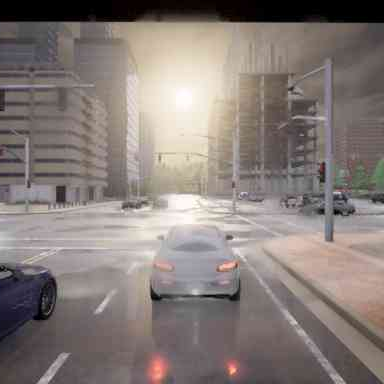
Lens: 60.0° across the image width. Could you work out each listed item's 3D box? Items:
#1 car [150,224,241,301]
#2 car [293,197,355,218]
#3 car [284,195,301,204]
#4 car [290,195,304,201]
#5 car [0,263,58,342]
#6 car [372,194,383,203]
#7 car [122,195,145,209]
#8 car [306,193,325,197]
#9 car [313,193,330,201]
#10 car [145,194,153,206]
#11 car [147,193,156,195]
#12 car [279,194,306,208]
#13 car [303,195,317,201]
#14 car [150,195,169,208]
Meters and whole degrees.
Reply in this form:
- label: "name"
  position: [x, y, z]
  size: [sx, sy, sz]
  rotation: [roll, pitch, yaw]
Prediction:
- label: "car"
  position: [0.073, 1.526, 8.220]
  size: [1.812, 1.442, 4.674]
  rotation: [0, 0, 0]
- label: "car"
  position: [12.107, 1.491, 30.027]
  size: [4.902, 1.511, 2.128]
  rotation: [0, 0, 0]
- label: "car"
  position: [18.599, 1.395, 61.700]
  size: [1.970, 1.475, 3.806]
  rotation: [0, 0, 0]
- label: "car"
  position: [24.299, 1.395, 76.827]
  size: [1.970, 1.475, 3.806]
  rotation: [0, 0, 0]
- label: "car"
  position: [-3.441, 1.526, 4.346]
  size: [1.812, 1.442, 4.674]
  rotation: [0, 0, 0]
- label: "car"
  position: [35.496, 1.153, 61.866]
  size: [1.932, 1.855, 4.605]
  rotation: [0, 0, 0]
- label: "car"
  position: [-8.074, 1.352, 44.810]
  size: [2.097, 1.767, 4.553]
  rotation: [0, 0, 0]
- label: "car"
  position: [15.972, 1.156, 44.221]
  size: [1.905, 1.878, 3.866]
  rotation: [0, 0, 0]
- label: "car"
  position: [29.877, 1.153, 76.902]
  size: [1.932, 1.855, 4.605]
  rotation: [0, 0, 0]
- label: "car"
  position: [-8.148, 1.478, 55.261]
  size: [1.882, 1.535, 5.008]
  rotation: [0, 0, 0]
- label: "car"
  position: [-8.183, 1.221, 65.841]
  size: [2.150, 2.045, 5.566]
  rotation: [0, 0, -1]
- label: "car"
  position: [13.077, 1.153, 44.262]
  size: [1.932, 1.855, 4.605]
  rotation: [0, 0, 0]
- label: "car"
  position: [27.194, 1.364, 76.840]
  size: [1.784, 1.438, 3.905]
  rotation: [0, 0, 0]
- label: "car"
  position: [-4.430, 1.564, 47.953]
  size: [1.994, 1.385, 4.181]
  rotation: [0, 0, 0]
